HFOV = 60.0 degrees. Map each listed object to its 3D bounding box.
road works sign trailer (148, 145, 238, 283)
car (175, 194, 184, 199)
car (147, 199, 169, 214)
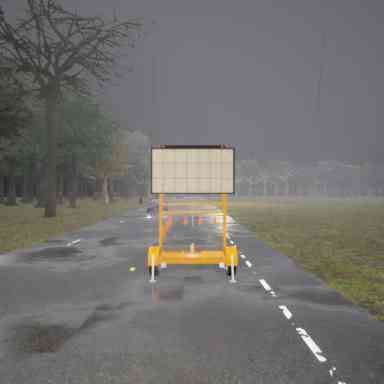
[{"bbox_3d":[0.021,0.458,9.664,2.380,3.560,2.880,0,0,0],"label":"road works sign trailer"},{"bbox_3d":[-3.303,0.977,89.445,2.097,1.767,4.553,0,0,0],"label":"car"},{"bbox_3d":[-3.525,1.425,34.367,1.812,1.442,4.674,0,0,0],"label":"car"}]
